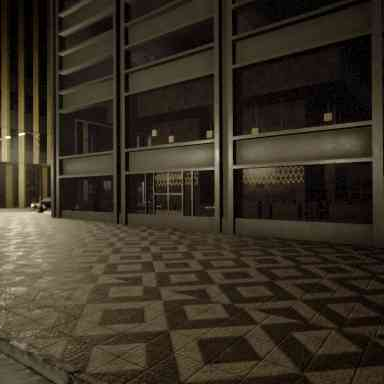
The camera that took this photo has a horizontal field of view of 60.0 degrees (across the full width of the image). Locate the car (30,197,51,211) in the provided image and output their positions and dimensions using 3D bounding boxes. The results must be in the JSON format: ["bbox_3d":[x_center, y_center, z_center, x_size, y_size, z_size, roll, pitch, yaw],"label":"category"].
[{"bbox_3d":[-16.002,1.343,38.249,2.128,1.511,4.902,0,0,36],"label":"car"}]
